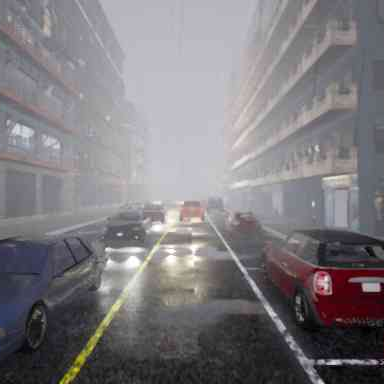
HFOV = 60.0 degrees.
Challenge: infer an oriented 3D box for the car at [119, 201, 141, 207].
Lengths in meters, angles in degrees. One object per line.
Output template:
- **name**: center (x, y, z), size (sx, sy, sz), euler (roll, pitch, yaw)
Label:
- **car**: center (-5.678, 1.649, 28.891), size (1.752, 1.417, 4.829), euler (1, 0, 0)

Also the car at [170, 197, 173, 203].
- **car**: center (-5.671, 1.898, 78.772), size (2.008, 1.369, 4.403), euler (1, 0, 0)

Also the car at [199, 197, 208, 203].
- **car**: center (2.710, 1.892, 78.757), size (1.887, 1.381, 4.507), euler (0, 0, 0)

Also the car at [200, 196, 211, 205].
- **car**: center (2.709, 1.736, 67.710), size (1.967, 1.590, 4.097), euler (1, 0, 0)

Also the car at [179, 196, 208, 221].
- **car**: center (0.018, 1.475, 28.830), size (2.097, 1.767, 4.553), euler (0, 0, 0)

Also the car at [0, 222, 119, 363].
- **car**: center (-3.091, 1.575, 6.425), size (2.033, 1.411, 5.357), euler (0, 0, 0)

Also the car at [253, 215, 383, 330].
- **car**: center (2.700, 1.470, 6.953), size (1.967, 1.590, 4.097), euler (1, 0, 0)

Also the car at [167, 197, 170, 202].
- **car**: center (-5.674, 1.822, 62.201), size (2.008, 1.369, 4.403), euler (1, 0, 0)

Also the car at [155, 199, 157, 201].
- **car**: center (-5.677, 1.717, 40.108), size (1.887, 1.381, 4.507), euler (1, 0, 0)

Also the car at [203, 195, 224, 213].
- **car**: center (2.706, 1.487, 40.095), size (2.192, 1.841, 5.009), euler (1, 0, 0)

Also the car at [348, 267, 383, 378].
- **car**: center (2.699, 1.551, 1.429), size (1.887, 1.381, 4.507), euler (1, 0, 0)

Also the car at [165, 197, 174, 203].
- **car**: center (-5.671, 1.924, 84.295), size (2.008, 1.369, 4.403), euler (1, 0, 0)

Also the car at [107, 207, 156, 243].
- **car**: center (-3.089, 1.633, 16.219), size (1.994, 1.385, 4.181), euler (0, 0, 0)

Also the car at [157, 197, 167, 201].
- **car**: center (-5.674, 1.770, 56.507), size (1.752, 1.417, 4.829), euler (1, 0, 0)

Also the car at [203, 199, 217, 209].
- **car**: center (2.706, 1.787, 51.139), size (1.947, 1.339, 4.313), euler (1, 0, 0)

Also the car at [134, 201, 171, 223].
- **car**: center (-3.051, 1.676, 26.294), size (1.994, 1.385, 4.181), euler (0, 0, 0)

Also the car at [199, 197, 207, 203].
- **car**: center (2.710, 1.918, 84.280), size (1.887, 1.381, 4.507), euler (0, 0, 0)

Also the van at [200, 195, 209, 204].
- **van**: center (2.711, 1.662, 73.234), size (1.690, 1.788, 3.998), euler (0, 0, 0)

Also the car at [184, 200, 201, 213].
- **car**: center (0.044, 1.727, 41.741), size (2.033, 1.411, 5.357), euler (0, 0, 1)

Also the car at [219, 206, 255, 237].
- **car**: center (2.701, 1.658, 17.999), size (1.802, 1.307, 4.206), euler (1, 0, 0)

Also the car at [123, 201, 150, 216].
- **car**: center (-5.678, 1.699, 34.585), size (2.008, 1.369, 4.403), euler (1, 0, 0)
